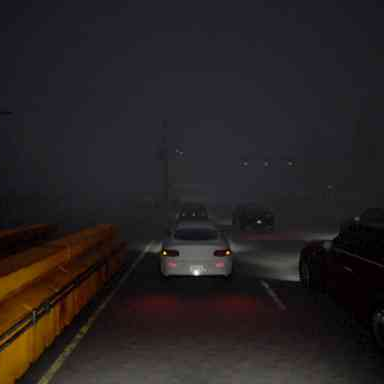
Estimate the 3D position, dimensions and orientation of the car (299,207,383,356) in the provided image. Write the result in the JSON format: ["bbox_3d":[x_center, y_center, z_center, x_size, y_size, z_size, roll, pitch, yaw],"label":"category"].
[{"bbox_3d":[3.599,1.340,6.094,2.097,1.767,4.553,0,0,0],"label":"car"}]

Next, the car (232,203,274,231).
[{"bbox_3d":[3.598,1.433,20.310,1.882,1.535,5.008,0,1,0],"label":"car"}]

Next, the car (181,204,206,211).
[{"bbox_3d":[0.099,1.548,24.228,1.895,1.301,4.718,0,0,0],"label":"car"}]

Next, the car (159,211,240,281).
[{"bbox_3d":[0.098,1.504,9.615,1.812,1.442,4.674,0,0,0],"label":"car"}]
